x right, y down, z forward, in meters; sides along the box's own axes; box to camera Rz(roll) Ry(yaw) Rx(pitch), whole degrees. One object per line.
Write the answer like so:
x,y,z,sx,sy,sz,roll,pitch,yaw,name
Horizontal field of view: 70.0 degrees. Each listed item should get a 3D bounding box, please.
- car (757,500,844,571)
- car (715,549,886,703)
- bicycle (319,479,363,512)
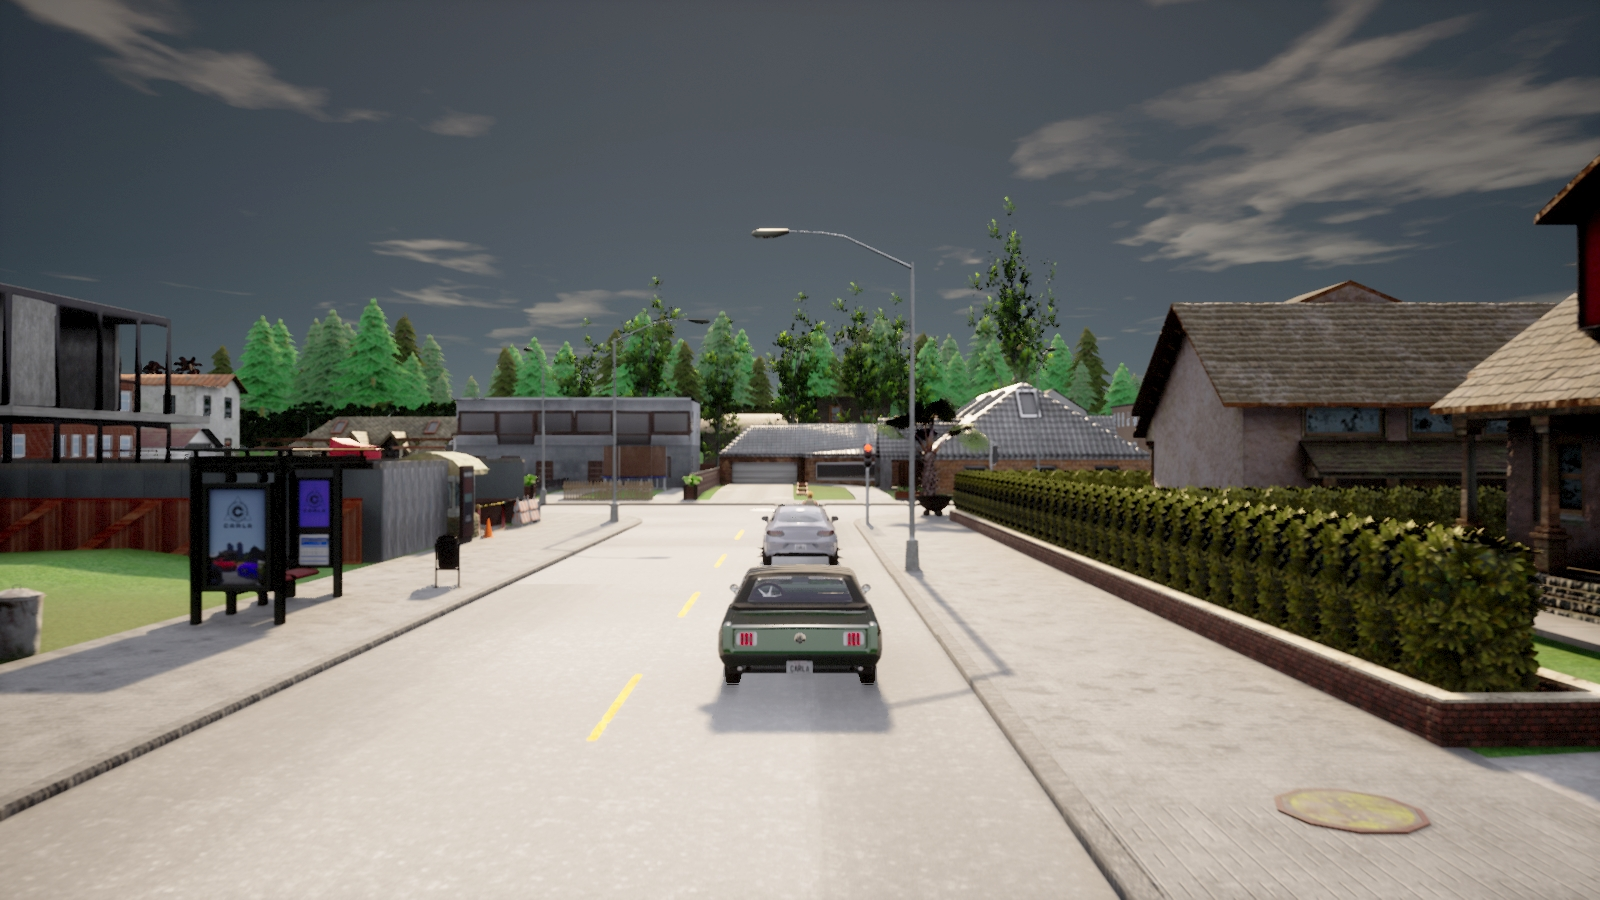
0.002,2.085,28.822,2.002,1.442,4.674,0,0,0,car
0.002,2.157,15.034,1.895,1.301,4.718,0,0,0,car
-20.690,2.066,51.486,1.835,1.471,0.329,0,0,-2,bicycle
